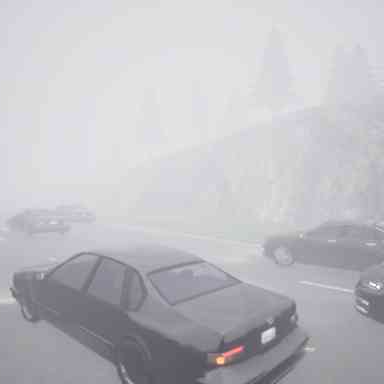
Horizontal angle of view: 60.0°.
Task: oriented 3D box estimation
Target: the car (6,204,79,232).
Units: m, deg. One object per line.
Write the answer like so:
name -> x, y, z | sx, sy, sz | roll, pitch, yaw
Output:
car -> -8.334, 1.531, 17.871 | 2.033, 1.411, 5.357 | 1, 0, -42

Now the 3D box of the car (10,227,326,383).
car -> -1.016, 1.555, 5.240 | 5.357, 1.411, 2.033 | 0, 0, 43

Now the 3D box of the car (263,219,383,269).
car -> 4.473, 1.564, 9.827 | 4.892, 1.490, 1.837 | 0, 1, 41

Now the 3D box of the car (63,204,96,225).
car -> -8.669, 1.542, 23.431 | 2.033, 1.411, 5.357 | 1, 0, -42

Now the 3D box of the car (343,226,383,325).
car -> 5.097, 1.543, 4.822 | 4.902, 1.511, 2.128 | 0, 0, 35
